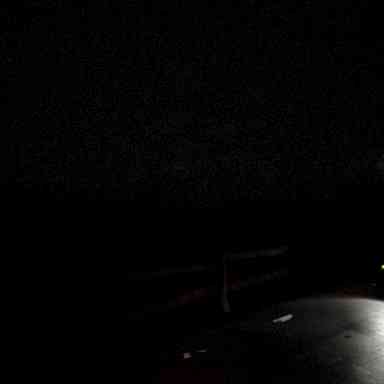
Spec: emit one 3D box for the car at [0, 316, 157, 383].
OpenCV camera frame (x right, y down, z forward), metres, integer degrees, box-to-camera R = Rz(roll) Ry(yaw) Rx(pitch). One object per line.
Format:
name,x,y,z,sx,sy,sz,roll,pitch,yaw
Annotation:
car,-2.379,1.542,1.308,4.902,1.511,2.128,-1,0,-37

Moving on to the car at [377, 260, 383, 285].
car,6.533,1.447,7.917,5.357,1.411,2.033,-1,0,-36
